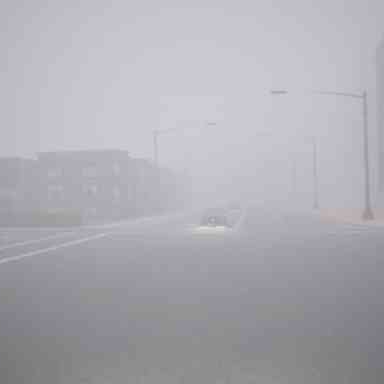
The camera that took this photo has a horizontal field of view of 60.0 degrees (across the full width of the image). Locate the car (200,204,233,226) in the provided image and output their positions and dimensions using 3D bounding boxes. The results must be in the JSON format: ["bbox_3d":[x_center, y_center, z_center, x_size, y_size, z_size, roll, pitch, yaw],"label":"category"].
[{"bbox_3d":[1.836,1.867,25.926,1.994,1.385,4.181,-1,-1,10],"label":"car"}]

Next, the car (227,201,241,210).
[{"bbox_3d":[6.485,2.144,51.597,1.994,1.385,4.181,-1,-1,10],"label":"car"}]
